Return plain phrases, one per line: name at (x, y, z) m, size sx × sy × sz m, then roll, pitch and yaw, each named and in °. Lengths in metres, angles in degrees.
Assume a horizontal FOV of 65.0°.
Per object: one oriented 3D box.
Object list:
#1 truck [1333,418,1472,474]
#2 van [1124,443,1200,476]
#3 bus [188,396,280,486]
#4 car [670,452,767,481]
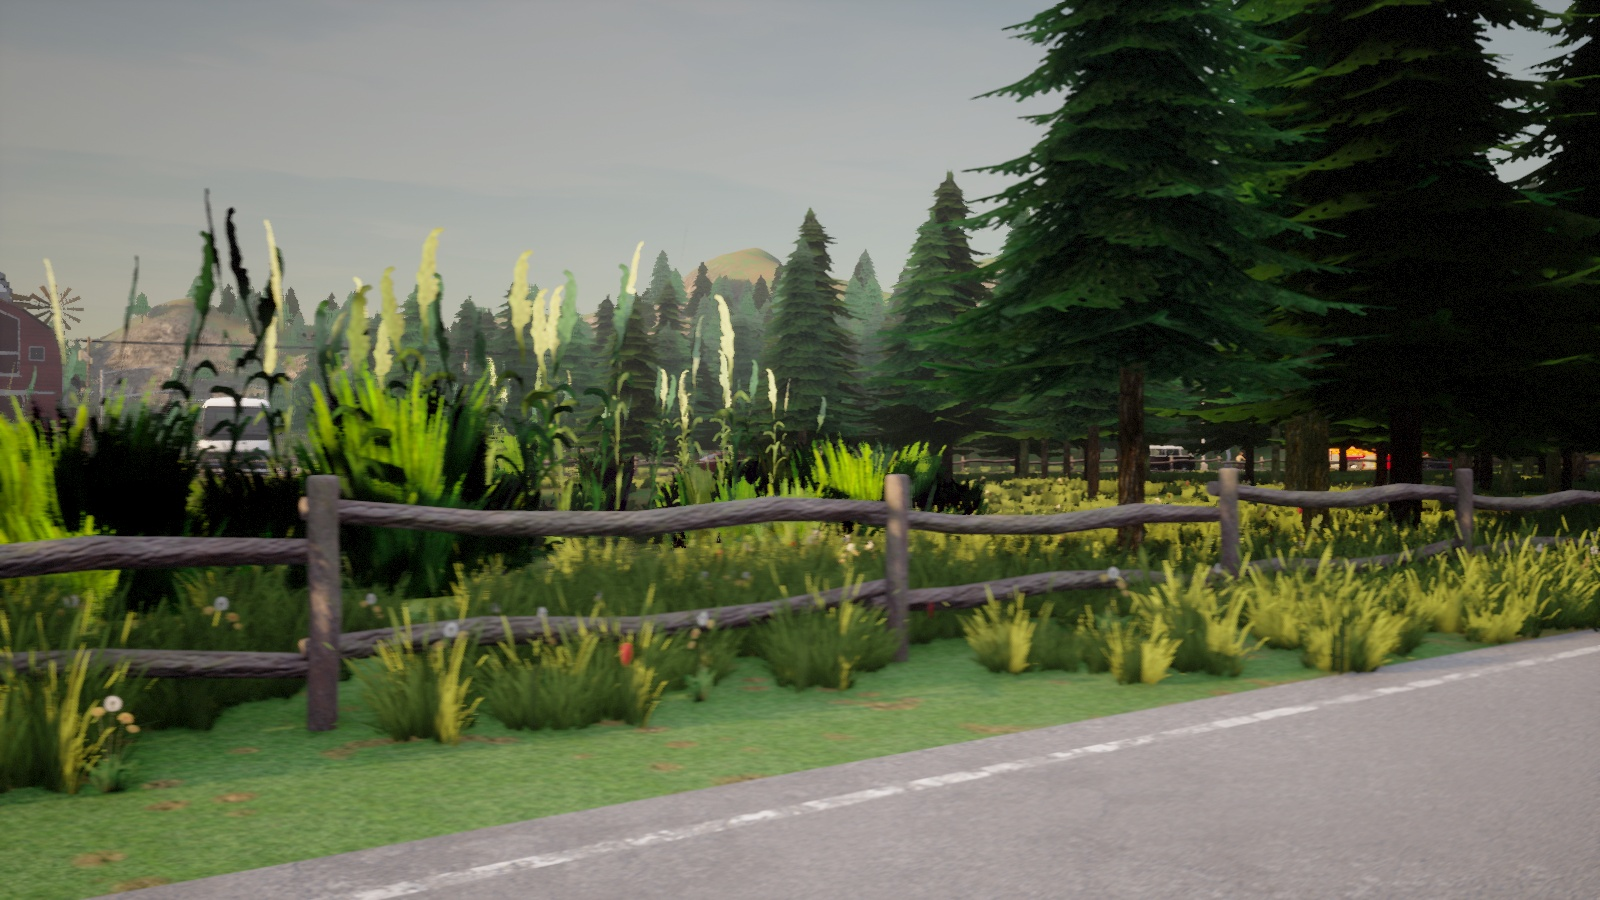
truck at (42.872, -0.288, 89.556) m, size 8.468 × 3.827 × 2.891 m, roll 0°, pitch 0°, yaw 39°
van at (23.094, 0.597, 80.158) m, size 4.480 × 2.038 × 2.069 m, roll 0°, pitch 0°, yaw -28°
bus at (-28.967, -0.405, 64.746) m, size 3.944 × 4.253 × 10.273 m, roll 0°, pitch 0°, yaw -22°
car at (-4.511, 0.876, 69.481) m, size 5.008 × 1.535 × 1.882 m, roll 0°, pitch 0°, yaw -27°
